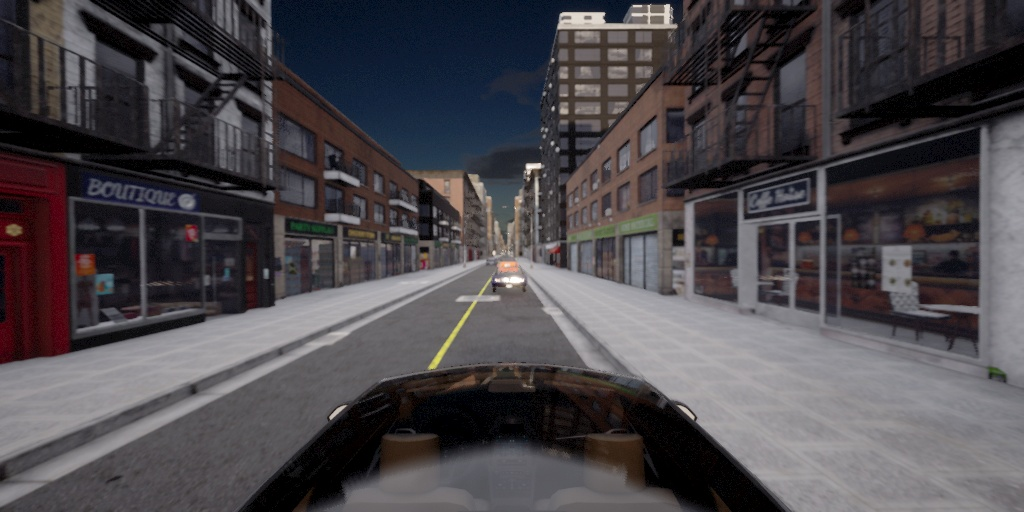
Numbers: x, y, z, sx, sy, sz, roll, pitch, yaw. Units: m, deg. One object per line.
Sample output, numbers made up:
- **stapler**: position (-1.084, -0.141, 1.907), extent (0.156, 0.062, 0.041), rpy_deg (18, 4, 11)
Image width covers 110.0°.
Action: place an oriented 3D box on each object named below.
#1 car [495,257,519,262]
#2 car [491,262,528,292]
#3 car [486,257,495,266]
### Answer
- **car**: position (-0.389, 0.884, 37.243), extent (2.097, 1.767, 4.553), rpy_deg (0, 0, -1)
- **car**: position (-0.157, 1.234, 20.367), extent (1.895, 1.301, 4.718), rpy_deg (0, 0, -1)
- **car**: position (-3.588, 0.944, 63.892), extent (2.033, 1.411, 5.357), rpy_deg (0, 0, -1)
